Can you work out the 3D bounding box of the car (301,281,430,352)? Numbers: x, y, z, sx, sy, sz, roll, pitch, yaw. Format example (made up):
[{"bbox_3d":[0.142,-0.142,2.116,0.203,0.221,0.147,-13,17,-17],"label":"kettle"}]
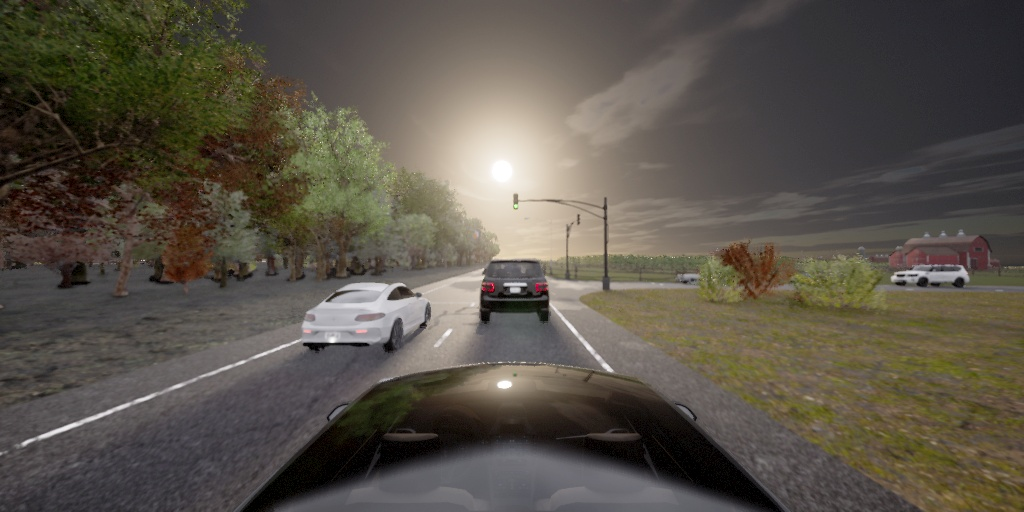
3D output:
[{"bbox_3d":[-3.399,1.368,9.104,1.812,1.442,4.674,0,-1,0],"label":"car"}]

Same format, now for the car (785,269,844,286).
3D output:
[{"bbox_3d":[28.225,1.995,33.424,4.902,1.511,2.128,1,-2,0],"label":"car"}]

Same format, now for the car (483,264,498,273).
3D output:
[{"bbox_3d":[-3.400,1.984,57.384,2.033,1.411,5.357,0,-1,0],"label":"car"}]

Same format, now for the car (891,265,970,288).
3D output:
[{"bbox_3d":[38.856,1.841,33.374,5.566,2.045,2.150,1,-2,0],"label":"car"}]

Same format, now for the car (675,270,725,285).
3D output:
[{"bbox_3d":[17.954,1.993,33.490,4.718,1.301,1.895,1,-2,1],"label":"car"}]

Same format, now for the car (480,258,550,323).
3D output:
[{"bbox_3d":[0.083,1.110,12.936,2.150,2.045,5.566,0,-1,0],"label":"car"}]
